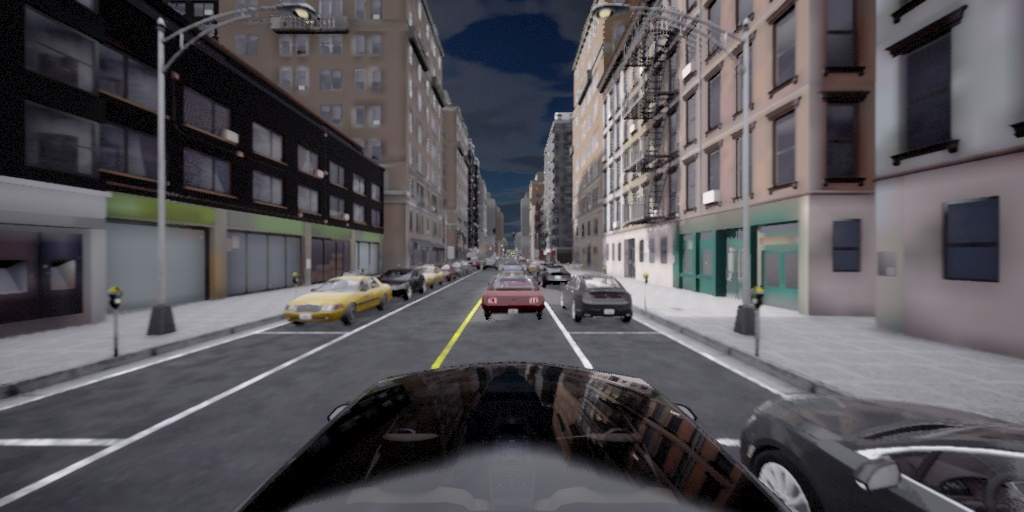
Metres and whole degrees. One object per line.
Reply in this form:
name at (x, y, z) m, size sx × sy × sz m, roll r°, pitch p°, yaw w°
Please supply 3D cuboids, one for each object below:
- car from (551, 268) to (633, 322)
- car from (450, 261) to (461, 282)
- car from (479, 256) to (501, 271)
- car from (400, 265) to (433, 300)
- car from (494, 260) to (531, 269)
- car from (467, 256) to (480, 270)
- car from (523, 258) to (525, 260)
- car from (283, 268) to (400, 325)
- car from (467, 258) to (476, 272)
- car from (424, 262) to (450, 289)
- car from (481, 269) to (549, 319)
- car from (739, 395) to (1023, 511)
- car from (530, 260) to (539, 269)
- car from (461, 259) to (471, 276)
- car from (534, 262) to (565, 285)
car at (2.640, 1.270, 11.914) m, size 2.007 × 1.370 × 4.403 m, roll 0°, pitch 0°, yaw 0°
car at (-5.383, 1.253, 28.162) m, size 1.802 × 1.307 × 4.207 m, roll 0°, pitch 0°, yaw 0°
car at (-2.812, 1.112, 46.711) m, size 1.837 × 1.490 × 4.892 m, roll 0°, pitch 0°, yaw 0°
car at (-5.384, 1.269, 17.337) m, size 1.948 × 1.339 × 4.313 m, roll 0°, pitch 0°, yaw 0°
car at (0.050, 1.226, 25.821) m, size 2.033 × 1.411 × 5.357 m, roll 0°, pitch 0°, yaw 1°
car at (-5.379, 0.909, 49.814) m, size 2.192 × 1.841 × 5.009 m, roll 0°, pitch 0°, yaw 0°
car at (2.645, 1.196, 44.391) m, size 1.802 × 1.307 × 4.207 m, roll 0°, pitch 0°, yaw 0°
car at (-5.385, 1.245, 11.754) m, size 1.751 × 1.417 × 4.829 m, roll 0°, pitch 0°, yaw 0°
car at (-5.381, 1.184, 38.988) m, size 2.007 × 1.370 × 4.403 m, roll 0°, pitch 0°, yaw 0°
car at (-5.384, 1.213, 22.579) m, size 1.751 × 1.417 × 4.829 m, roll 0°, pitch 0°, yaw 0°
car at (0.062, 1.318, 12.649) m, size 1.895 × 1.301 × 4.718 m, roll 0°, pitch 0°, yaw 1°
car at (2.638, 1.302, 1.088) m, size 2.007 × 1.370 × 4.403 m, roll 0°, pitch 0°, yaw 0°
car at (2.642, 1.236, 28.152) m, size 1.948 × 1.339 × 4.313 m, roll 0°, pitch 0°, yaw 0°
car at (-5.382, 1.203, 33.575) m, size 2.007 × 1.370 × 4.403 m, roll 0°, pitch 0°, yaw 0°
car at (2.641, 1.253, 22.739) m, size 1.948 × 1.339 × 4.313 m, roll 0°, pitch 0°, yaw 0°
